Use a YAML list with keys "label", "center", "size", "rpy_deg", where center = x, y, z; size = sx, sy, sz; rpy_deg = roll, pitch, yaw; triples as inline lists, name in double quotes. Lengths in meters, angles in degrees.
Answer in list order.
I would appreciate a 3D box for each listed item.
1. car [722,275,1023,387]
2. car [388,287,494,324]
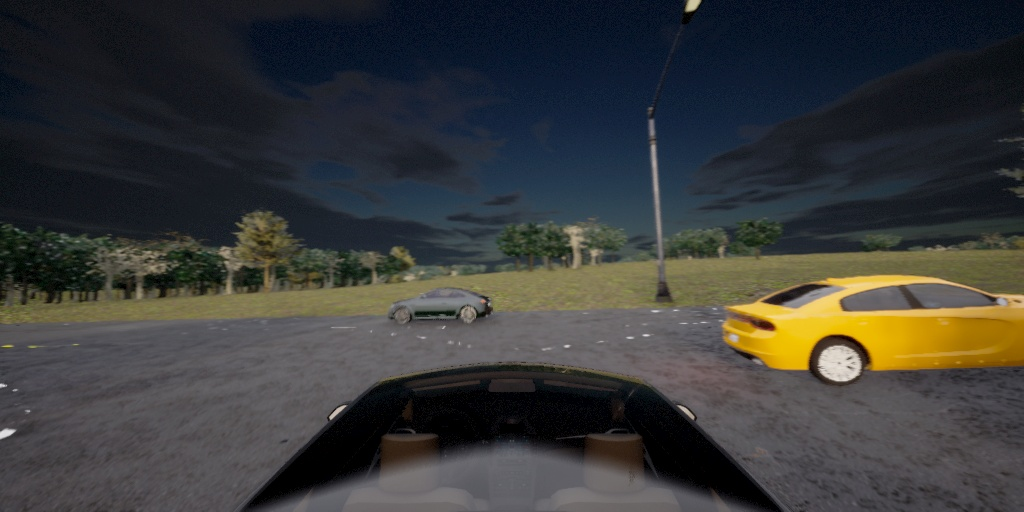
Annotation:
- label: "car"
  center: [6.357, 1.050, 5.990]
  size: [5.008, 1.535, 1.882]
  rpy_deg: [-6, -2, 9]
- label: "car"
  center: [-2.864, 1.978, 14.687]
  size: [4.181, 1.385, 1.994]
  rpy_deg: [-3, -3, 10]
